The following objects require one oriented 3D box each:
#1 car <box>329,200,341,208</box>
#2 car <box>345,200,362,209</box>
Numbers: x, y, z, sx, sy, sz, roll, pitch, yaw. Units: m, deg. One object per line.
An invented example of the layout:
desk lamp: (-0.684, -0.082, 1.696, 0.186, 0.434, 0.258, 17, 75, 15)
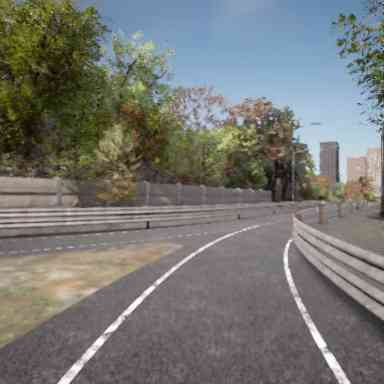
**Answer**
car: (27.944, 2.308, 64.934, 1.837, 1.490, 4.892, 1, -1, 32)
car: (29.187, 2.293, 60.749, 2.128, 1.511, 4.902, 1, -1, 32)
